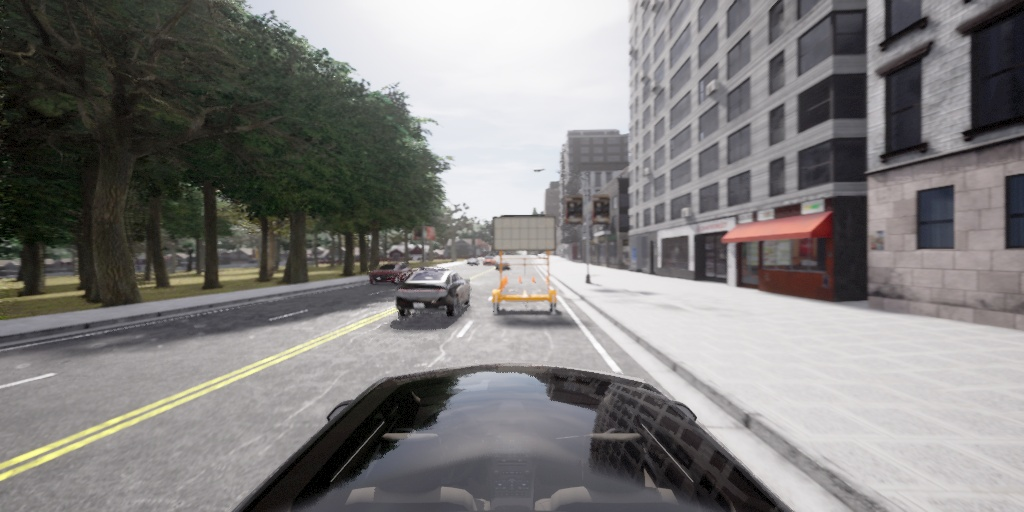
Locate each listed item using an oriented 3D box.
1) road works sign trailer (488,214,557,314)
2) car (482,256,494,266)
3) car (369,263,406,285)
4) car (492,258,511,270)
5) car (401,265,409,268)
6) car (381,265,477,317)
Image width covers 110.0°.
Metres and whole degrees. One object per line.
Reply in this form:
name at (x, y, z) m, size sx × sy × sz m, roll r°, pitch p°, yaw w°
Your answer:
road works sign trailer at (0.491, 0.213, 13.759) m, size 2.380 × 3.560 × 2.880 m, roll 0°, pitch 0°, yaw 2°
car at (-4.107, 0.885, 65.003) m, size 2.097 × 1.767 × 4.553 m, roll 0°, pitch 1°, yaw 3°
car at (-8.878, 1.261, 26.686) m, size 1.882 × 1.535 × 5.008 m, roll 0°, pitch 0°, yaw 2°
car at (-1.259, 1.260, 50.760) m, size 1.994 × 1.385 × 4.181 m, roll 0°, pitch 0°, yaw 2°
car at (-5.711, 1.371, 24.457) m, size 1.895 × 1.301 × 4.718 m, roll 0°, pitch 0°, yaw 2°
car at (-2.688, 1.257, 13.145) m, size 2.128 × 1.511 × 4.902 m, roll 0°, pitch 0°, yaw 2°
